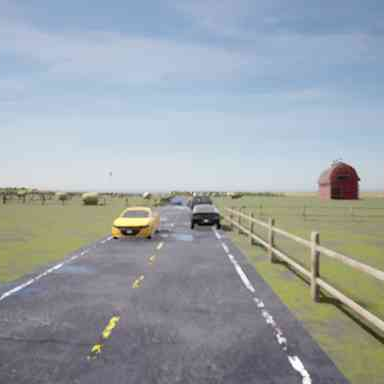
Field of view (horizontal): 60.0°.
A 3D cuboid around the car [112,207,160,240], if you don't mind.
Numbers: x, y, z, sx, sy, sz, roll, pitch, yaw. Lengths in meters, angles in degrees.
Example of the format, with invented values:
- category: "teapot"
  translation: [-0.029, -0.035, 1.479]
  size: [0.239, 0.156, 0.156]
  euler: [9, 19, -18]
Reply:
- category: "car"
  translation: [-2.835, 1.548, 17.633]
  size: [1.882, 1.535, 5.008]
  euler: [0, 0, 0]

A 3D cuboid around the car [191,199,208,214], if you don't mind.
- category: "car"
  translation: [0.854, 1.653, 38.245]
  size: [1.837, 1.490, 4.892]
  euler: [0, 0, 0]

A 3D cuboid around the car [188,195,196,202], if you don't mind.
- category: "car"
  translation: [0.066, 1.593, 84.691]
  size: [2.097, 1.767, 4.553]
  euler: [0, 0, 0]

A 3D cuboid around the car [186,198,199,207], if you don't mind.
- category: "car"
  translation: [0.045, 1.765, 56.442]
  size: [2.033, 1.411, 5.357]
  euler: [0, 0, 0]

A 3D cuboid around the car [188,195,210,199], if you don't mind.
- category: "car"
  translation: [0.849, 1.350, 32.276]
  size: [2.150, 2.045, 5.566]
  euler: [0, 0, 0]

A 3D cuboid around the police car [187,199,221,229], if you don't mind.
- category: "police car"
  translation: [0.842, 1.513, 22.356]
  size: [1.930, 1.638, 5.238]
  euler: [0, 0, 0]

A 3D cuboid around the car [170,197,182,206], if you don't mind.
- category: "car"
  translation: [-2.749, 1.705, 59.005]
  size: [1.882, 1.535, 5.008]
  euler: [0, 0, 1]
